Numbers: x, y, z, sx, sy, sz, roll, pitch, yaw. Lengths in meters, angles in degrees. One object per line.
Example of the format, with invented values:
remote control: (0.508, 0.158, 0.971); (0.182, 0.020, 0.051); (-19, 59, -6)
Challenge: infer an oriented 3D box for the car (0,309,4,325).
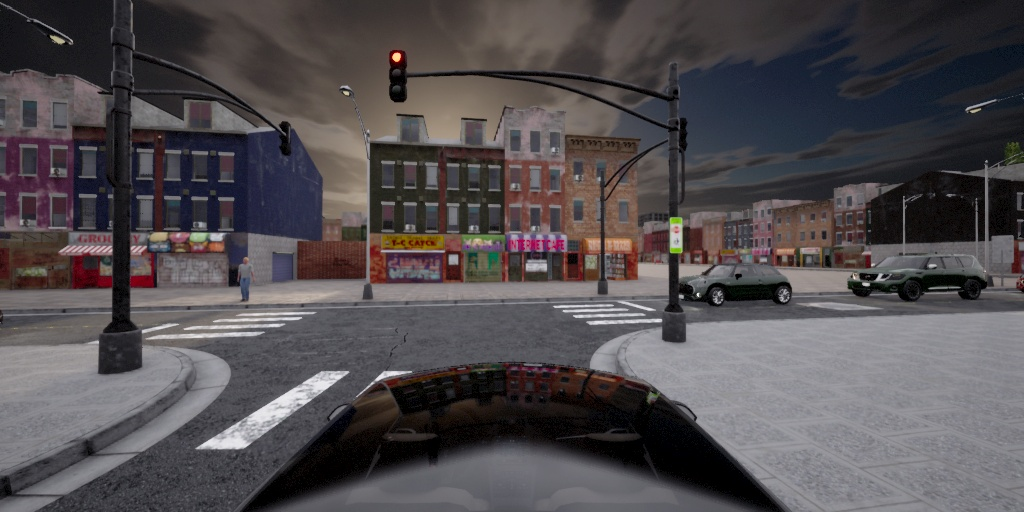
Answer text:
car: (-15.411, 1.277, 8.354); (4.902, 1.511, 2.128); (0, 0, -8)

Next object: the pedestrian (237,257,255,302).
pedestrian: (-11.107, 0.944, 14.948); (0.375, 1.860, 0.375); (0, 0, -9)

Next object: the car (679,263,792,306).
car: (9.176, 1.083, 15.151); (4.553, 1.767, 2.097); (0, 0, -10)

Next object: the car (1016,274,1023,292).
car: (28.625, 1.034, 18.187); (4.553, 1.767, 2.097); (0, 0, -8)

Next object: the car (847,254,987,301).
car: (18.777, 0.927, 16.687); (5.566, 2.045, 2.150); (0, 0, -9)
